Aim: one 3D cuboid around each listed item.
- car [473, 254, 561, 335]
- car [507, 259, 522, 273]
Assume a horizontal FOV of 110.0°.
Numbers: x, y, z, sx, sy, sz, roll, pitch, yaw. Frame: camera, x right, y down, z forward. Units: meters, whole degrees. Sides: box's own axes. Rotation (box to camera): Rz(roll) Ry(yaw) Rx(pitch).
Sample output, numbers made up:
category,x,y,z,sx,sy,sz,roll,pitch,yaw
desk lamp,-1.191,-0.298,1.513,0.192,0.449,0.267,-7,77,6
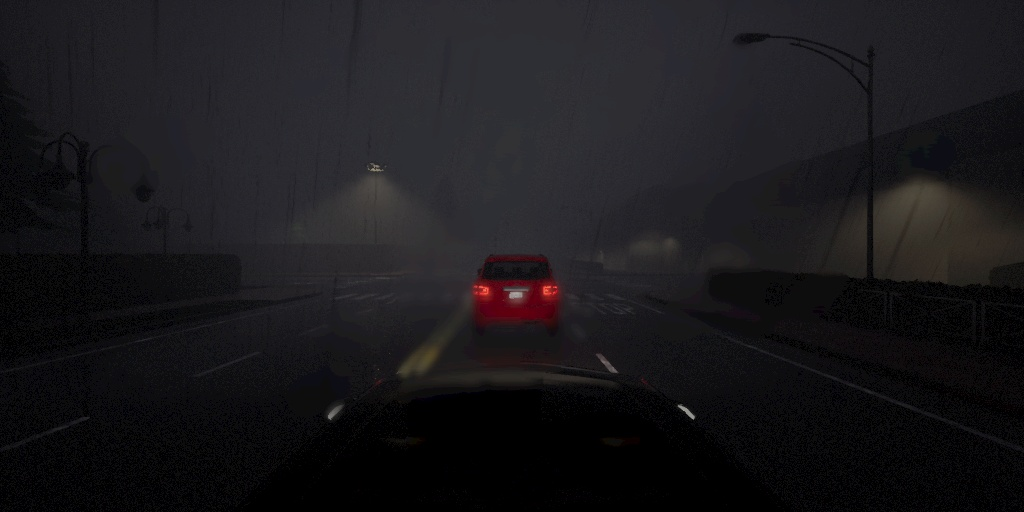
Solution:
category,x,y,z,sx,sy,sz,roll,pitch,yaw
car,0.113,0.971,10.698,2.150,2.045,5.566,0,0,0
car,0.317,1.228,45.553,1.882,1.535,5.008,0,0,1
